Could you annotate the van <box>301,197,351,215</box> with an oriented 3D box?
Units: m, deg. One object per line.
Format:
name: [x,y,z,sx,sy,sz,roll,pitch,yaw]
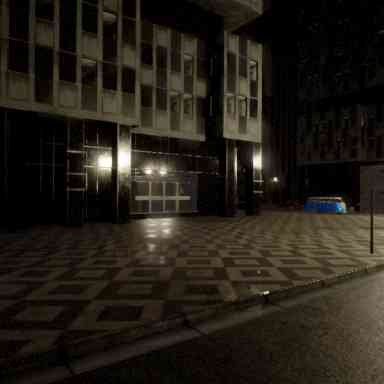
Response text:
van: [13.687,1.426,34.137,1.690,1.788,3.998,0,0,-36]

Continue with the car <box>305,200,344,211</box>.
car: [17.329,1.750,43.697,2.008,1.369,4.403,0,0,-36]

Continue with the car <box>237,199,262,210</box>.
car: [7.114,1.708,43.324,1.887,1.381,4.507,0,0,-36]

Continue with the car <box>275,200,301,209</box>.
car: [14.042,1.820,48.291,1.802,1.307,4.206,0,0,-36]

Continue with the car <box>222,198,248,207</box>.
car: [7.370,1.841,57.617,1.752,1.417,4.829,0,0,-36]

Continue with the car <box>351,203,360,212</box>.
car: [20.616,1.726,39.102,1.947,1.339,4.313,0,0,-36]
